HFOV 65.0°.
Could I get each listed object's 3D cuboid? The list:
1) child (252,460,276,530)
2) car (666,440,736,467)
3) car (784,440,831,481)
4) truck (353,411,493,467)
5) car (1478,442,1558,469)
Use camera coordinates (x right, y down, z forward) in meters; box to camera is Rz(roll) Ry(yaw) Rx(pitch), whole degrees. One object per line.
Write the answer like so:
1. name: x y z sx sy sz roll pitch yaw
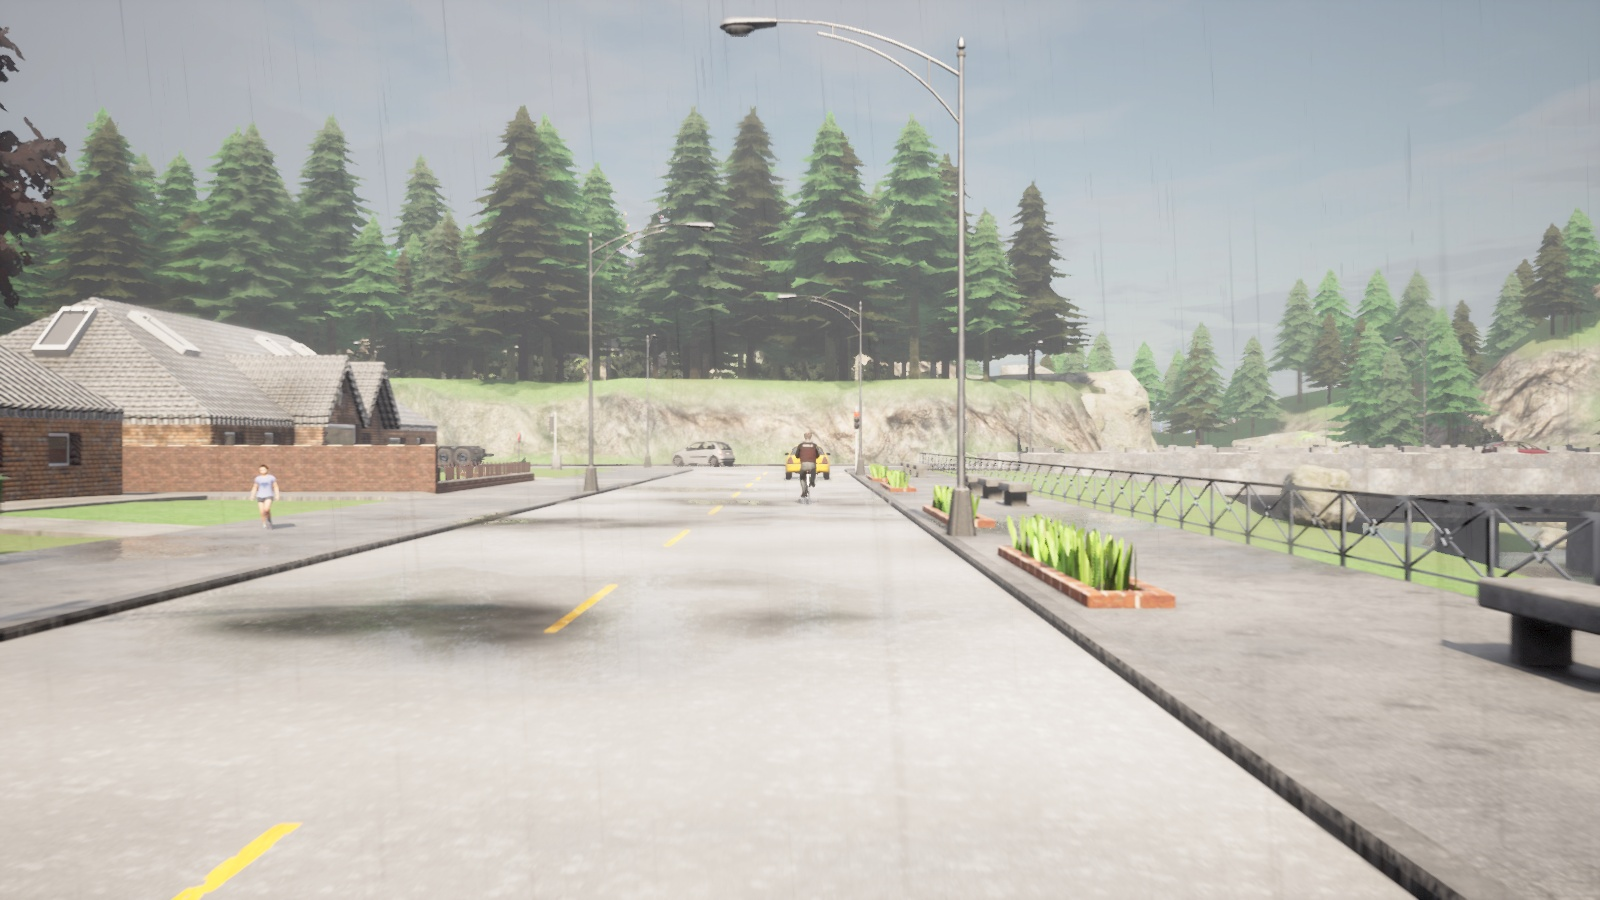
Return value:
1. child: -8.564 0.716 20.062 0.255 1.110 0.394 0 0 -7
2. car: -6.137 0.200 78.080 3.988 1.617 1.851 0 0 30
3. car: 0.312 0.395 51.612 1.801 1.575 5.366 0 0 0
4. truck: -23.724 -0.701 79.243 7.936 3.462 2.891 0 0 0
5. car: 42.738 0.330 74.830 3.705 1.549 1.789 1 0 0
